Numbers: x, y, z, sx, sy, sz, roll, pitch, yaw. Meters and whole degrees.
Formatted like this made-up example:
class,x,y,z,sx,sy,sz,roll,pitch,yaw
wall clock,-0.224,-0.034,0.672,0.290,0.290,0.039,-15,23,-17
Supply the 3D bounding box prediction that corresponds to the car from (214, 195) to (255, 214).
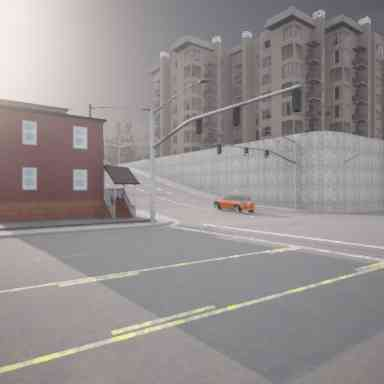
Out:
class,x,y,z,sx,sy,sz,roll,pitch,yaw
car,4.306,1.071,34.214,2.097,1.767,4.553,0,4,-36
